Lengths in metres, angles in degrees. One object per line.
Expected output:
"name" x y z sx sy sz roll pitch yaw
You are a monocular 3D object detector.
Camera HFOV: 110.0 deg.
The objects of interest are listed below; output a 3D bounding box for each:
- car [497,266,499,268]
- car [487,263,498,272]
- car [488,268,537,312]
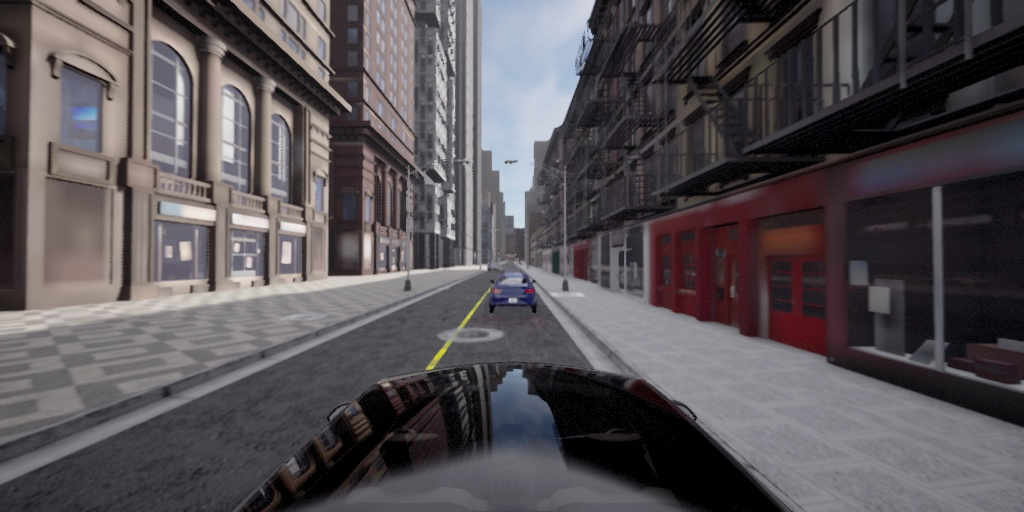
"car" 0.035 1.621 28.605 1.895 1.301 4.718 0 -1 1
"car" -3.068 1.895 58.633 2.033 1.411 5.357 0 -1 1
"car" 0.049 1.409 14.887 1.812 1.442 4.674 0 0 0
